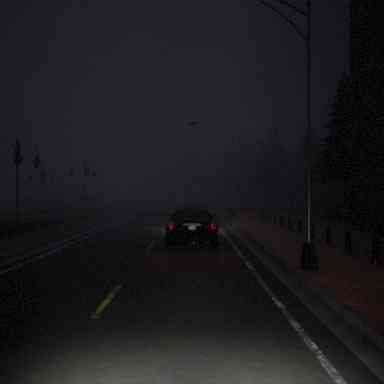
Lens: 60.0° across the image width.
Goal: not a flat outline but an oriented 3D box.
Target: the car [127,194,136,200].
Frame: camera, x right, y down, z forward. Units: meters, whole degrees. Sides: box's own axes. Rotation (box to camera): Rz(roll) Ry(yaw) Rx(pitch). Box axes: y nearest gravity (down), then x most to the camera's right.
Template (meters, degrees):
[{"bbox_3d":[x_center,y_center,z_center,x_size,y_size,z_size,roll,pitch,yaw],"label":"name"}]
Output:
[{"bbox_3d":[-17.665,1.167,88.608,5.027,1.636,2.152,0,0,0],"label":"car"}]

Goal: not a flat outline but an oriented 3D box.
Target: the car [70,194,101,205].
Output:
[{"bbox_3d":[-17.386,1.387,54.324,3.633,1.501,1.845,0,0,0],"label":"car"}]

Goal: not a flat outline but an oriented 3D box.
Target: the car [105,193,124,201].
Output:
[{"bbox_3d":[-17.663,1.091,75.813,3.866,1.878,1.905,0,0,0],"label":"car"}]

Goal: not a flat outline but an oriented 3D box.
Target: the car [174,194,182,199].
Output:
[{"bbox_3d":[-3.500,1.323,84.959,2.097,1.767,4.553,0,0,0],"label":"car"}]

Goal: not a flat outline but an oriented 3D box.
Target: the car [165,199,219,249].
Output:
[{"bbox_3d":[0.000,1.365,14.620,2.097,1.767,4.553,0,0,0],"label":"car"}]

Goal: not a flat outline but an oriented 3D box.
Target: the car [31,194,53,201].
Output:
[{"bbox_3d":[-35.759,1.311,79.288,4.514,1.523,2.007,0,0,0],"label":"car"}]

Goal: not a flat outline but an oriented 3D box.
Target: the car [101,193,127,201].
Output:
[{"bbox_3d":[-17.250,1.111,72.908,4.605,1.855,1.932,0,0,0],"label":"car"}]

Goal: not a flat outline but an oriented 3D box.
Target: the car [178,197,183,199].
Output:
[{"bbox_3d":[0.000,1.495,29.650,2.128,1.511,4.902,0,0,0],"label":"car"}]

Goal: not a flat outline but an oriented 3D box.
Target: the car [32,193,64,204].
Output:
[{"bbox_3d":[-24.807,1.398,57.303,3.806,1.475,1.970,0,0,0],"label":"car"}]

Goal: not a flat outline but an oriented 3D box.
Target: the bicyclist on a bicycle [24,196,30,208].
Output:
[{"bbox_3d":[-21.894,1.314,44.205,0.582,1.620,1.656,0,0,-1],"label":"bicyclist on a bicycle"}]

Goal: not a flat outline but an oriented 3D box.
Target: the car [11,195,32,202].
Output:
[{"bbox_3d":[-35.800,1.333,69.295,3.633,1.501,1.845,0,0,0],"label":"car"}]
